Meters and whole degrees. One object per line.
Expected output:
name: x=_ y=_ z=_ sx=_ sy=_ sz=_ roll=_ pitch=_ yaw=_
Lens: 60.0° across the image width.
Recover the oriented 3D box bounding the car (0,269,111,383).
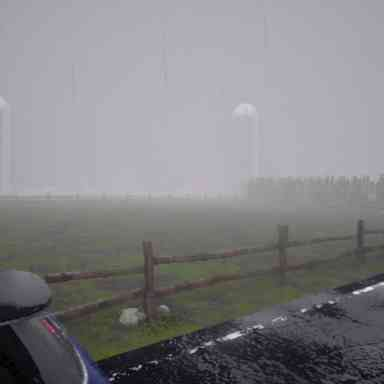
car: x=-2.543 y=1.350 z=1.286 sx=4.553 sy=1.767 sz=2.097 roll=0 pitch=0 yaw=-36
